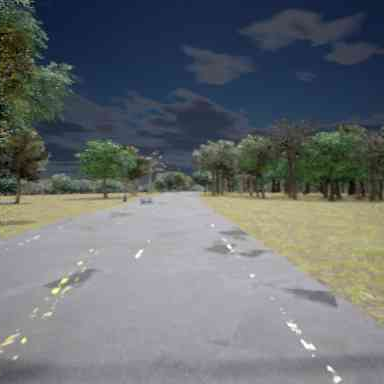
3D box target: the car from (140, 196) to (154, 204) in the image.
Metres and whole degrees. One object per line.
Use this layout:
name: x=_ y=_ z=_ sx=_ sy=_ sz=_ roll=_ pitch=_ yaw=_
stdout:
car: x=-8.065 y=1.445 z=59.282 sx=1.812 sy=1.442 sz=4.674 roll=0 pitch=0 yaw=-1
